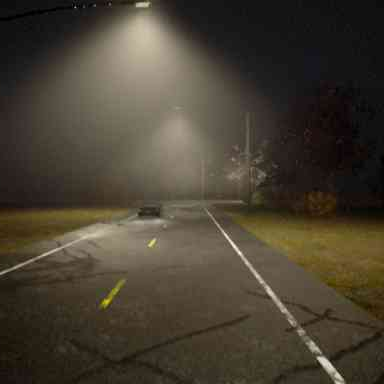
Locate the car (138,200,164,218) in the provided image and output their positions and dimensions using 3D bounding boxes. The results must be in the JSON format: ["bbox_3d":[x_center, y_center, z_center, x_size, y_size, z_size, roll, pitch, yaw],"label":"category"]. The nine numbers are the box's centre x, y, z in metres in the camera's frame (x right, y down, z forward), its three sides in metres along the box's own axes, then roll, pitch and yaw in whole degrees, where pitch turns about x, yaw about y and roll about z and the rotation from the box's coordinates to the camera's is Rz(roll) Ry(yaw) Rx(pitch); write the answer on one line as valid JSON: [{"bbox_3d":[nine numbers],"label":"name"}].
[{"bbox_3d":[-3.590,1.456,29.735,1.882,1.535,5.008,0,0,0],"label":"car"}]
